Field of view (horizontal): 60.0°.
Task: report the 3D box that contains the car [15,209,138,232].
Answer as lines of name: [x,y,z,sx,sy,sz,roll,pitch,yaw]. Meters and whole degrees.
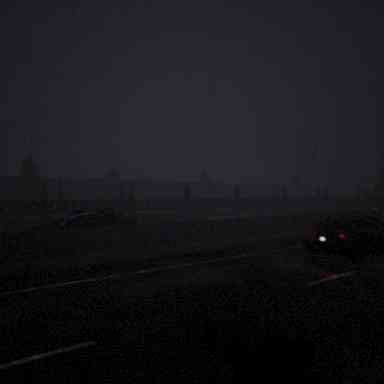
car: [-4.531,1.479,13.594,4.902,1.511,2.128,0,0,-35]

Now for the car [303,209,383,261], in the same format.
car: [6.000,1.523,12.143,4.181,1.385,1.994,0,0,-34]

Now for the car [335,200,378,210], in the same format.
car: [16.657,1.476,33.685,4.181,1.385,1.994,0,0,-22]
